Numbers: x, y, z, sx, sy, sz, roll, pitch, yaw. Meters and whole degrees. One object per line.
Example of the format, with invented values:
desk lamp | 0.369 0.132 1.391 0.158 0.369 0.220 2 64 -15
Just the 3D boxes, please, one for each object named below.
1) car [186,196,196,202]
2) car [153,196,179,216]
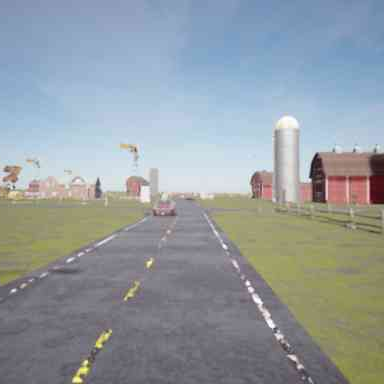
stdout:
car | 0.031 1.903 90.408 1.882 1.535 5.008 0 0 0
car | -2.771 1.512 34.170 2.097 1.767 4.553 0 0 1
